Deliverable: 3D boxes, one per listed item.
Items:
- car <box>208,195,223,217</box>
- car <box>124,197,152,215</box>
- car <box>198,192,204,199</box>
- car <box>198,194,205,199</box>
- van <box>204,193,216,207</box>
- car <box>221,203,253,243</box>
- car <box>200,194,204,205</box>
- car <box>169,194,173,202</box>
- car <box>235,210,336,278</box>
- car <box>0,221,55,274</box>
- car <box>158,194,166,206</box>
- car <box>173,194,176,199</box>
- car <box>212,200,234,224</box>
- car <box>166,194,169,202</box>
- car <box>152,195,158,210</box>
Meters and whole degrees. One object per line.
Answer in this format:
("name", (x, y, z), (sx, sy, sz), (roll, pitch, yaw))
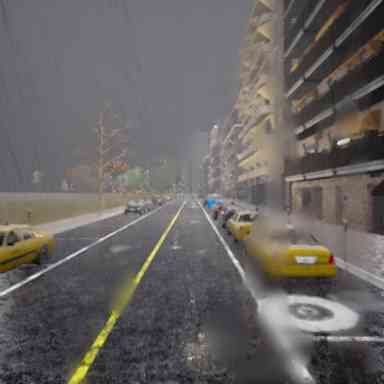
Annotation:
("car", (2.572, 1.327, 26.637), (1.967, 1.590, 4.097), (1, 0, 0))
("car", (-5.310, 1.416, 31.702), (2.008, 1.369, 4.403), (1, 0, 0))
("car", (2.565, 0.953, 88.907), (2.192, 1.841, 5.009), (1, 0, 0))
("car", (2.562, 1.161, 94.569), (1.887, 1.381, 4.507), (1, 0, 0))
("van", (2.571, 1.181, 37.959), (1.690, 1.788, 3.998), (1, 0, 0))
("car", (2.572, 1.459, 15.486), (1.752, 1.417, 4.829), (1, 0, 0))
("car", (2.567, 1.359, 49.281), (1.947, 1.339, 4.313), (1, 0, 0))
("car", (-5.314, 1.168, 65.625), (1.967, 1.590, 4.097), (1, 0, 0))
("car", (2.573, 1.483, 9.825), (1.752, 1.417, 4.829), (1, 0, 0))
("car", (-5.307, 1.487, 8.916), (1.752, 1.417, 4.829), (1, 0, 0))
("car", (-5.311, 1.236, 48.663), (1.967, 1.590, 4.097), (1, 0, 0))
("car", (-5.316, 1.228, 76.933), (1.887, 1.381, 4.507), (1, 0, 0))
("car", (2.571, 1.461, 20.976), (2.008, 1.369, 4.403), (1, 0, 0))
("car", (-5.314, 1.339, 54.318), (1.947, 1.339, 4.313), (1, 0, 0))
("car", (-5.311, 1.393, 37.356), (2.008, 1.369, 4.403), (1, 0, 0))
